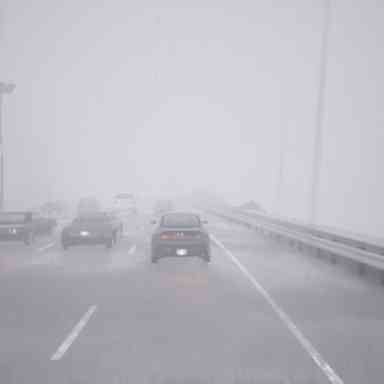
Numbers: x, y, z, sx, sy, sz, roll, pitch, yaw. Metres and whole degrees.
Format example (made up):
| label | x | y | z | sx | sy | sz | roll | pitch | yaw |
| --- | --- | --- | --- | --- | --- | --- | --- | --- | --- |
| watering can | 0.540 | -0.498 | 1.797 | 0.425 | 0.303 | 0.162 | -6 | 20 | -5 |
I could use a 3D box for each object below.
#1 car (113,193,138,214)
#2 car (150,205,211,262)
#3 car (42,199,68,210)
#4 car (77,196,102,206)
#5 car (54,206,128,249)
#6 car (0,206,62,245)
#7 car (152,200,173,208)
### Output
| label | x | y | z | sx | sy | sz | roll | pitch | yaw |
| --- | --- | --- | --- | --- | --- | --- | --- | --- | --- |
| car | -6.539 | 1.073 | 32.716 | 2.150 | 2.045 | 5.566 | 0 | 0 | -10 |
| car | -0.440 | 1.445 | 11.859 | 1.837 | 1.490 | 4.892 | 0 | 0 | -3 |
| car | -13.838 | 1.392 | 33.566 | 1.812 | 1.442 | 4.674 | 0 | 0 | -11 |
| car | -10.353 | 1.208 | 33.860 | 2.097 | 1.767 | 4.553 | 0 | 0 | -11 |
| car | -4.152 | 1.502 | 14.353 | 1.994 | 1.385 | 4.181 | 0 | 0 | -5 |
| car | -7.697 | 1.545 | 15.058 | 1.895 | 1.301 | 4.718 | 0 | 0 | -5 |
| car | -2.643 | 1.398 | 30.824 | 2.033 | 1.411 | 5.357 | 0 | 0 | -10 |
